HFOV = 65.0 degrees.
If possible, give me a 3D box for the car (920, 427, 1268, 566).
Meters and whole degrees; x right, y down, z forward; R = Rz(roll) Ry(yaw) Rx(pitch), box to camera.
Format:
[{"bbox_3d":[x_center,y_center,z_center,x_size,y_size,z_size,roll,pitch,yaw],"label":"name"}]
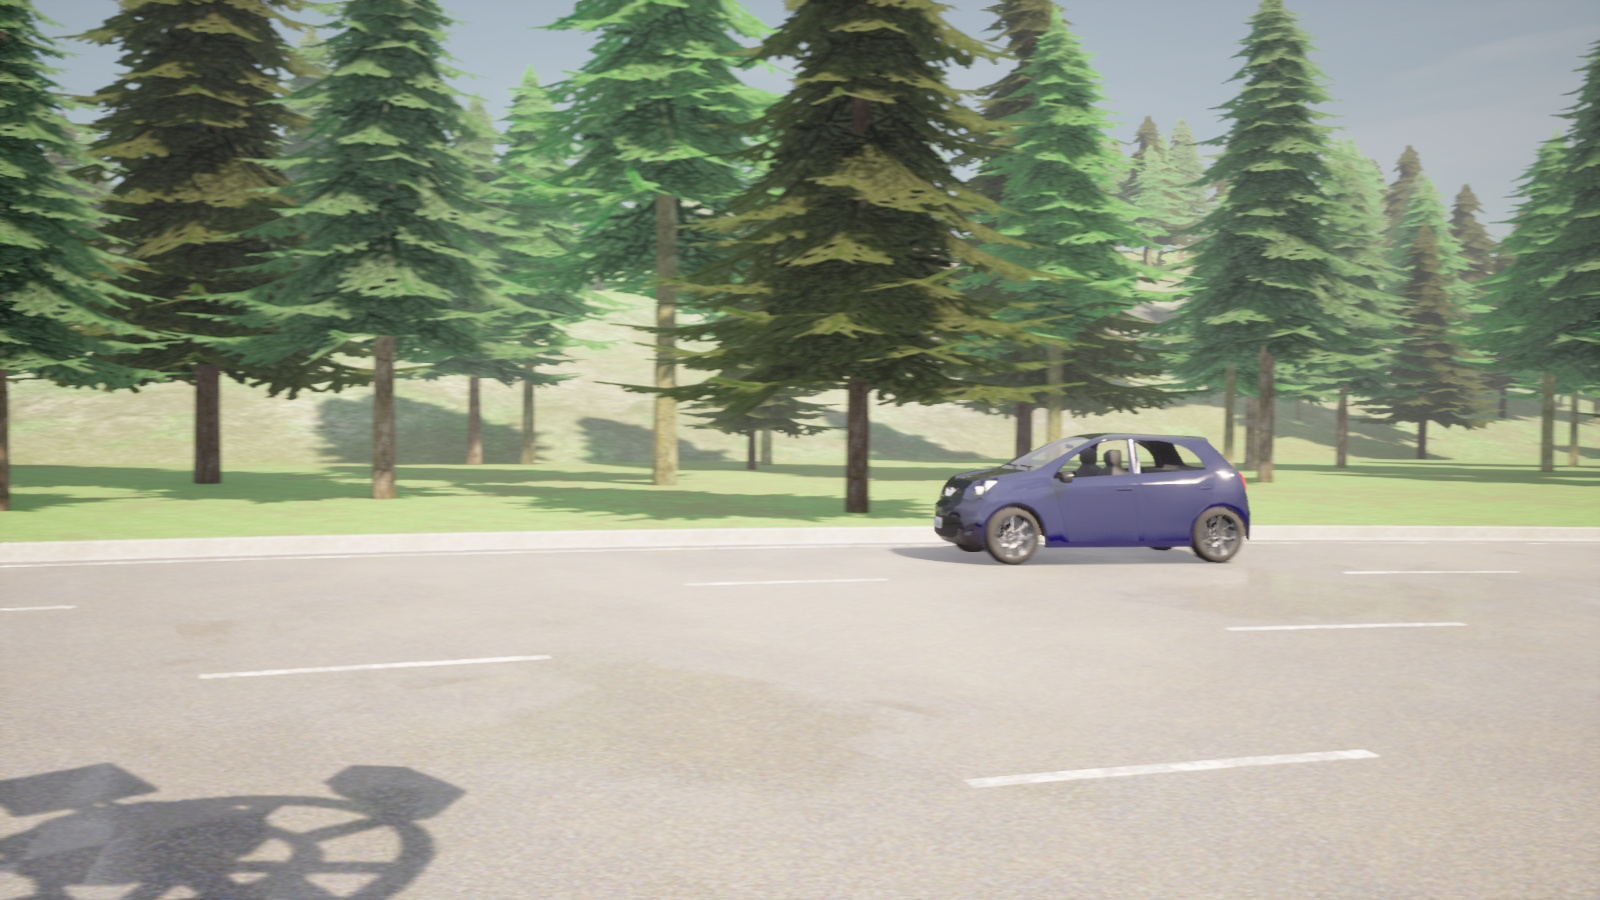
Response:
[{"bbox_3d":[3.449,0.495,15.090,3.633,1.501,1.845,-1,1,-10],"label":"car"}]
